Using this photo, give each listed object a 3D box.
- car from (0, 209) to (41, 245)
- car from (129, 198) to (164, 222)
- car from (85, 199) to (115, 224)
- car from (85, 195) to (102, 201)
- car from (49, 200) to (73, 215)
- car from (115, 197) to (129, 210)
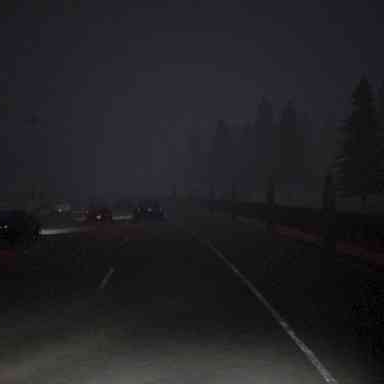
[{"bbox_3d":[-8.383,1.504,15.102,1.812,1.442,4.674,0,0,-9],"label":"car"},{"bbox_3d":[-3.486,1.296,25.630,2.097,1.767,4.553,0,0,-14],"label":"car"},{"bbox_3d":[-6.752,1.479,24.380,1.812,1.442,4.674,0,0,-14],"label":"car"},{"bbox_3d":[-11.666,1.277,39.919,2.097,1.767,4.553,0,0,-19],"label":"car"},{"bbox_3d":[-12.905,1.470,32.854,1.812,1.442,4.674,0,0,-18],"label":"car"},{"bbox_3d":[-8.617,1.393,41.811,1.882,1.535,5.008,0,0,-19],"label":"car"}]
